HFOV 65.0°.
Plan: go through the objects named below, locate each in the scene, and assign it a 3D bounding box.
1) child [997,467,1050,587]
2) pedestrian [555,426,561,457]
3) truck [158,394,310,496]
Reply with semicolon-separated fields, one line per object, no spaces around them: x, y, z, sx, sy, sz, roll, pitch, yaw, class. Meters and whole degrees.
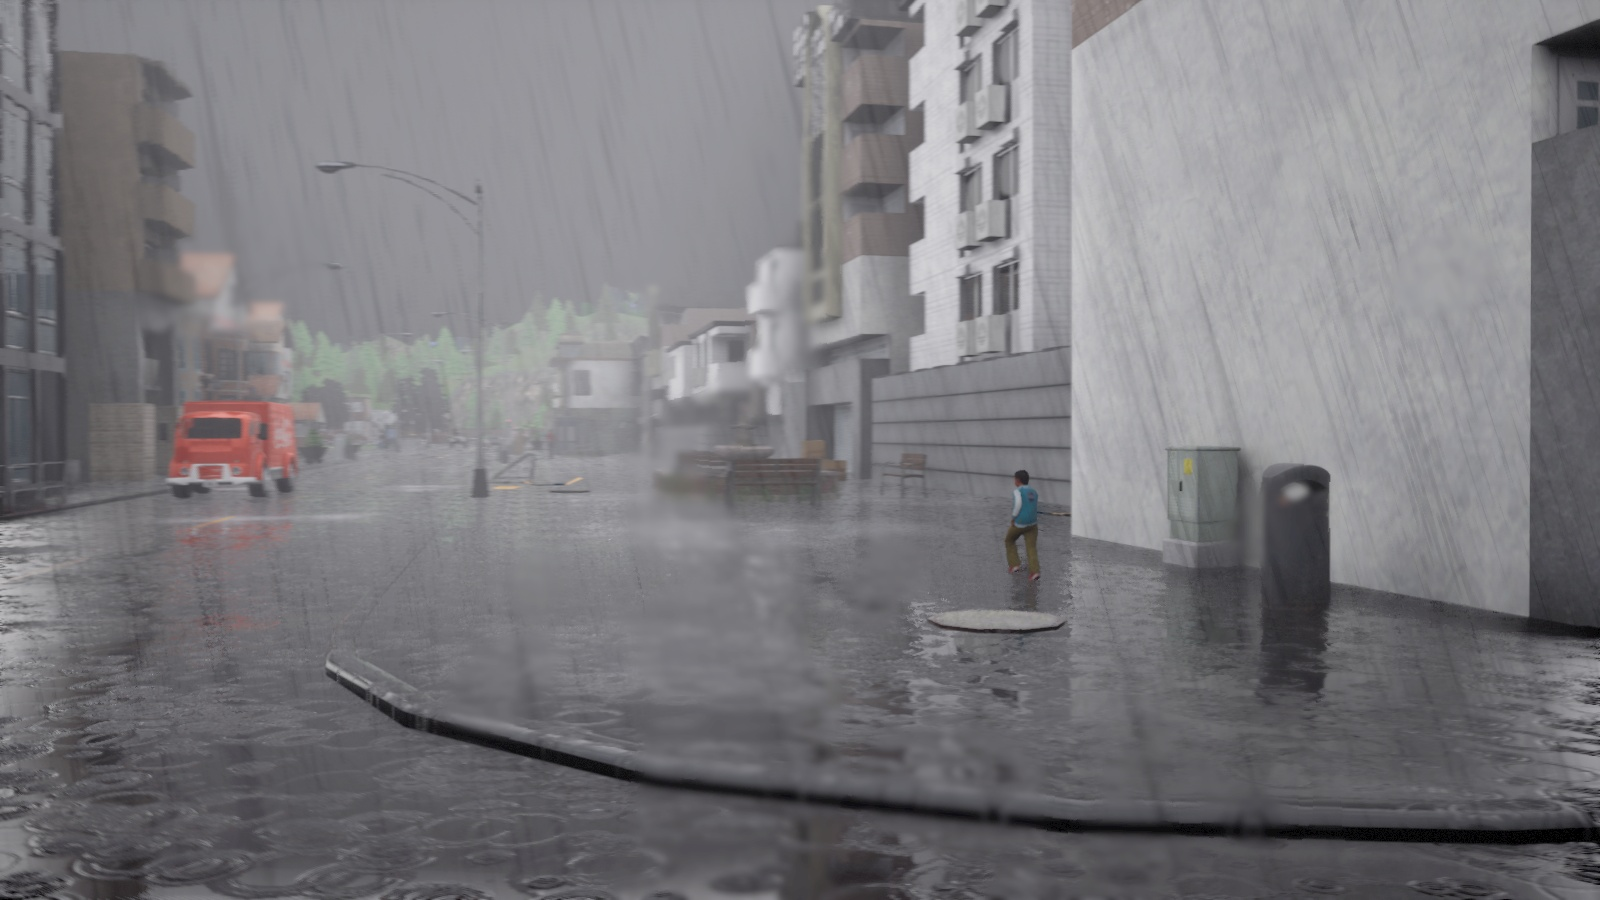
2.278;0.772;12.827;0.343;1.192;0.448;0;1;-23;child
-14.491;-0.500;75.240;0.331;1.846;0.636;0;1;-14;pedestrian
-14.782;-0.153;33.158;2.627;2.467;5.204;0;1;-12;truck
